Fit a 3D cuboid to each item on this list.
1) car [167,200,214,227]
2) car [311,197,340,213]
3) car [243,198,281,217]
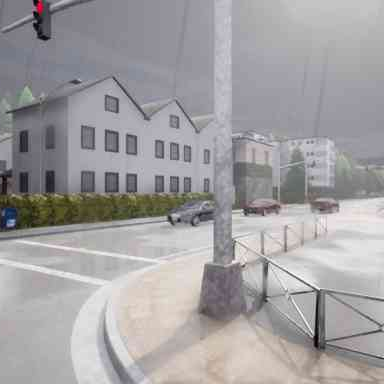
[{"bbox_3d":[0.400,1.303,21.349,2.128,1.511,4.902,0,0,35],"label":"car"},{"bbox_3d":[13.505,1.289,33.618,1.882,1.535,5.008,0,0,35],"label":"car"},{"bbox_3d":[6.322,1.289,29.706,1.882,1.535,5.008,0,0,35],"label":"car"}]
